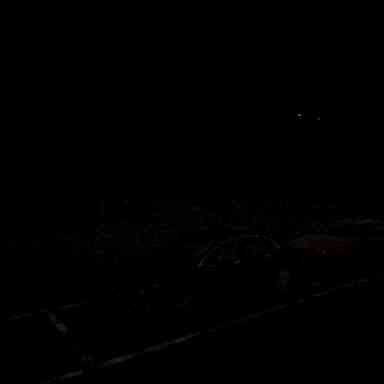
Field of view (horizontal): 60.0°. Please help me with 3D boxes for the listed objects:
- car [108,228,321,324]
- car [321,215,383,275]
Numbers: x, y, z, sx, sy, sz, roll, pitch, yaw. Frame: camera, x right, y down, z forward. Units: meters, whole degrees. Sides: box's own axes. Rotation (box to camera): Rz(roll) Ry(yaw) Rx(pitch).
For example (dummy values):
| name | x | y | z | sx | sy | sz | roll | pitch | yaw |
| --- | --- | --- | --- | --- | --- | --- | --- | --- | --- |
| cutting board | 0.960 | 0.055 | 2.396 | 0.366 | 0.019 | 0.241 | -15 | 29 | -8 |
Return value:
| name | x | y | z | sx | sy | sz | roll | pitch | yaw |
| --- | --- | --- | --- | --- | --- | --- | --- | --- | --- |
| car | 0.452 | 1.503 | 6.991 | 4.403 | 1.369 | 2.008 | -1 | 1 | -36 |
| car | 4.790 | 1.419 | 10.109 | 4.829 | 1.417 | 1.752 | -1 | 1 | -36 |
